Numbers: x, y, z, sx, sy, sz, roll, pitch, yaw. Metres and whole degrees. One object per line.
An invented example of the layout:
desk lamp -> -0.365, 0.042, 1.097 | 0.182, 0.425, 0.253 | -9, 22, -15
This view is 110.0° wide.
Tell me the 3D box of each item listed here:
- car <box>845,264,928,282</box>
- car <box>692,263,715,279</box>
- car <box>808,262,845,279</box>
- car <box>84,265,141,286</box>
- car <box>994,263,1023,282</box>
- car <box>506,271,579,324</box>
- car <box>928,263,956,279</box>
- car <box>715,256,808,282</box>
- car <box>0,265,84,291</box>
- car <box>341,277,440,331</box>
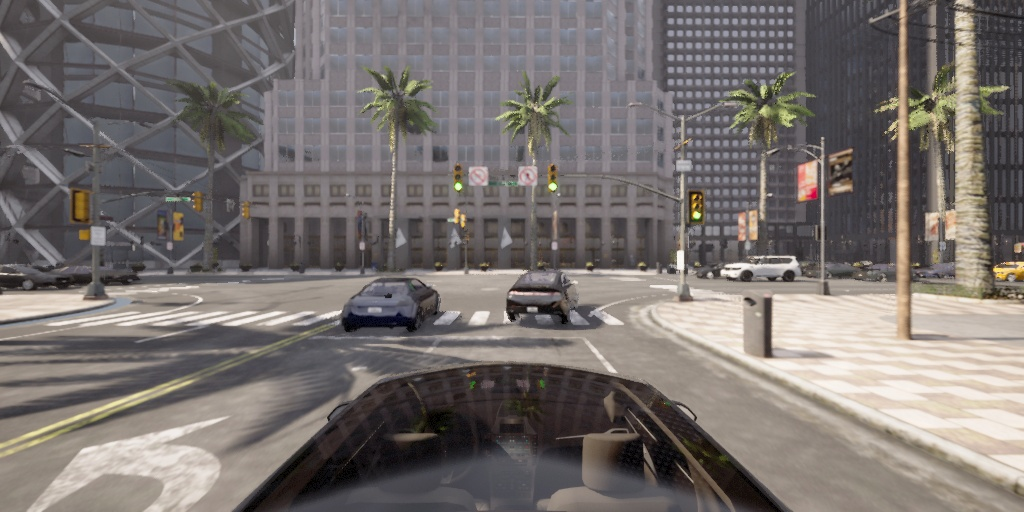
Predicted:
car -> 29.955, 1.355, 28.802 | 4.181, 1.385, 1.994 | 0, 0, 0
car -> 18.848, 1.301, 32.337 | 4.892, 1.490, 1.837 | 0, 0, 0
car -> 28.812, 1.360, 32.301 | 4.181, 1.385, 1.994 | 0, 0, 0
car -> -29.458, 1.333, 25.049 | 5.357, 1.411, 2.033 | 0, 0, -3
car -> 40.406, 1.269, 28.756 | 5.008, 1.535, 1.882 | 0, 0, 0
car -> 1.173, 1.259, 12.252 | 2.128, 1.511, 4.902 | 0, 0, 14
car -> 39.460, 1.344, 32.256 | 5.357, 1.411, 2.033 | 0, 0, 1
car -> 19.970, 1.013, 28.835 | 5.566, 2.045, 2.150 | 0, 0, 0
car -> -29.458, 1.285, 21.501 | 4.892, 1.490, 1.837 | 0, 0, -4
car -> -3.494, 1.329, 11.029 | 1.994, 1.385, 4.181 | 0, 0, -1
